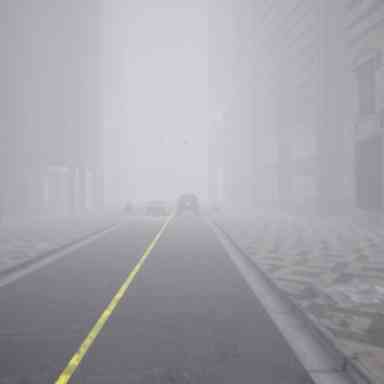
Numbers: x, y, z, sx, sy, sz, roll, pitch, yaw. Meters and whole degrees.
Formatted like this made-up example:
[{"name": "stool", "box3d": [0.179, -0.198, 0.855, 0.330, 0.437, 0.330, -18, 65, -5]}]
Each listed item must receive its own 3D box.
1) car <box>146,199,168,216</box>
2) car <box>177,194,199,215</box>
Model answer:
[{"name": "car", "box3d": [-3.502, 1.495, 33.754, 1.882, 1.535, 5.008, 0, 0, -1]}, {"name": "car", "box3d": [-0.416, 1.214, 34.598, 2.150, 2.045, 5.566, 0, 0, -1]}]
